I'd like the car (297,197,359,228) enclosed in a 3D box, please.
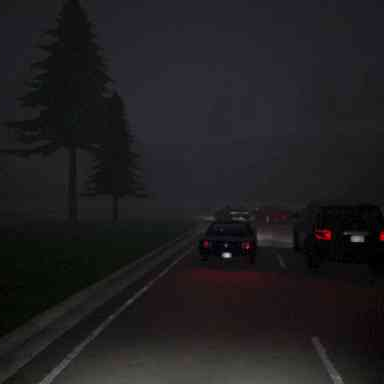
[{"bbox_3d":[10.355,1.484,25.909,2.150,2.045,5.566,0,0,-5],"label":"car"}]

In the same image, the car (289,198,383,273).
[{"bbox_3d":[4.825,1.340,11.391,2.150,2.045,5.566,0,0,11],"label":"car"}]

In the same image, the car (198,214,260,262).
[{"bbox_3d":[1.508,1.729,12.675,1.895,1.301,4.718,0,-1,11],"label":"car"}]

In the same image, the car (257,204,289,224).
[{"bbox_3d":[6.511,1.752,27.436,1.882,1.535,5.008,0,0,-10],"label":"car"}]

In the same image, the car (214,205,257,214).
[{"bbox_3d":[3.087,1.759,26.600,2.128,1.511,4.902,0,0,-10],"label":"car"}]
